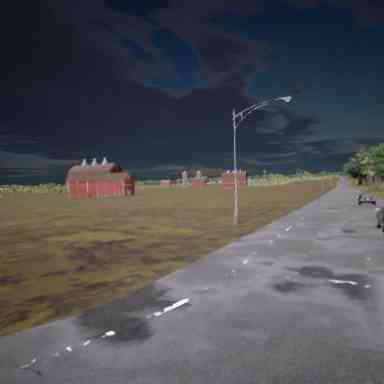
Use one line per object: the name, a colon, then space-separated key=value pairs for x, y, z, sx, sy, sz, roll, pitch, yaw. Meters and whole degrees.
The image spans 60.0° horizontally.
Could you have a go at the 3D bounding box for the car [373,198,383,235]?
car: x=10.230 y=1.209 z=16.262 sx=1.837 sy=1.490 sz=4.892 roll=-1 pitch=0 yaw=25

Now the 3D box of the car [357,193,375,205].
car: x=21.176 y=0.828 z=40.320 sx=2.033 sy=1.411 sz=5.357 roll=-1 pitch=1 yaw=25
